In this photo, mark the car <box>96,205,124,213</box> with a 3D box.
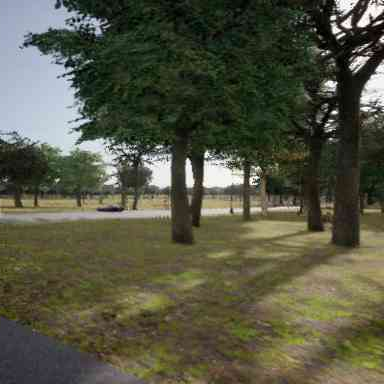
[{"bbox_3d":[-13.750,2.851,55.761,1.895,1.301,4.718,1,-1,36],"label":"car"}]
